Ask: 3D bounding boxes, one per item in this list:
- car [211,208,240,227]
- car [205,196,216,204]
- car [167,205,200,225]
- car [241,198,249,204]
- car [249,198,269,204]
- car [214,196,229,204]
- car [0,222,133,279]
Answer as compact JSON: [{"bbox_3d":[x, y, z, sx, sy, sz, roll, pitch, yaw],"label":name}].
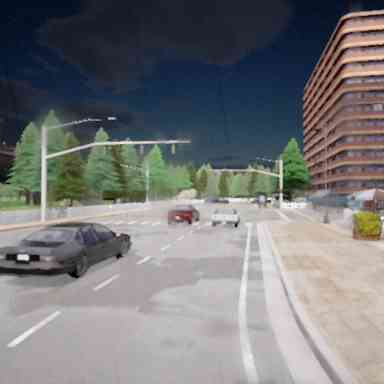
[{"bbox_3d":[2.657,1.874,25.370,1.895,1.301,4.718,0,-1,11],"label":"car"},{"bbox_3d":[5.380,2.184,89.737,2.150,2.045,5.566,0,-1,26],"label":"car"},{"bbox_3d":[-0.597,1.765,26.979,1.882,1.535,5.008,0,0,11],"label":"car"},{"bbox_3d":[15.339,2.523,92.811,1.812,1.442,4.674,0,-1,37],"label":"car"},{"bbox_3d":[18.290,2.506,90.925,2.128,1.511,4.902,0,-1,37],"label":"car"},{"bbox_3d":[8.183,2.476,87.432,2.033,1.411,5.357,0,-1,23],"label":"car"},{"bbox_3d":[-3.628,1.658,10.524,2.033,1.411,5.357,0,-1,11],"label":"car"}]
